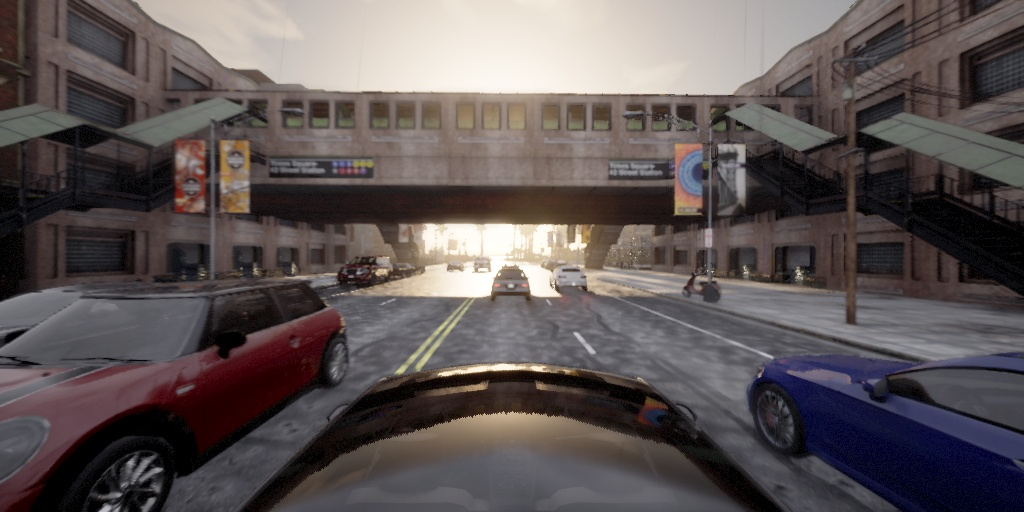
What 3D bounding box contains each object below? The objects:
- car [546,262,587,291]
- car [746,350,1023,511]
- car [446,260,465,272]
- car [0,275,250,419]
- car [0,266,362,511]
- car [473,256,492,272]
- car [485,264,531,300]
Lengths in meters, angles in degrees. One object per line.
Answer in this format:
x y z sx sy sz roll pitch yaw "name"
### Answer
3.410 1.314 22.143 1.812 1.442 4.674 0 0 0 "car"
3.585 1.288 2.118 1.812 1.442 4.674 0 0 -1 "car"
-7.379 1.312 47.168 1.812 1.442 4.674 0 0 0 "car"
-7.154 1.209 6.031 1.882 1.535 5.008 0 0 -1 "car"
-3.631 1.093 3.810 2.097 1.767 4.553 0 0 -1 "car"
-3.878 1.024 47.998 2.150 2.045 5.566 0 0 0 "car"
-0.059 1.319 17.714 2.033 1.411 5.357 0 0 0 "car"
